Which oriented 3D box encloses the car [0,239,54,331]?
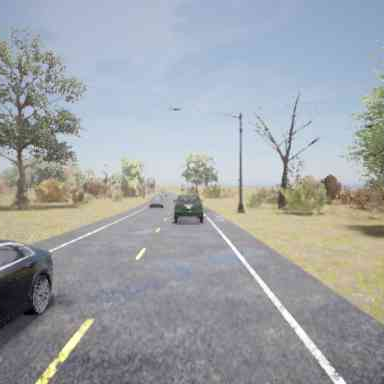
[{"bbox_3d":[-3.633,1.485,4.663,2.128,1.511,4.902,0,0,0],"label":"car"}]

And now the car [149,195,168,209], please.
[{"bbox_3d":[-4.636,1.445,43.960,2.033,1.411,5.357,0,0,-2],"label":"car"}]

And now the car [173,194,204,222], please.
[{"bbox_3d":[-0.292,1.167,25.829,2.150,2.045,5.566,0,0,-2],"label":"car"}]

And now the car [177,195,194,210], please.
[{"bbox_3d":[-0.885,1.251,42.291,2.097,1.767,4.553,0,0,-2],"label":"car"}]

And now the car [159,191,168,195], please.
[{"bbox_3d":[-7.236,0.682,84.445,2.150,2.045,5.566,0,0,-5],"label":"car"}]
